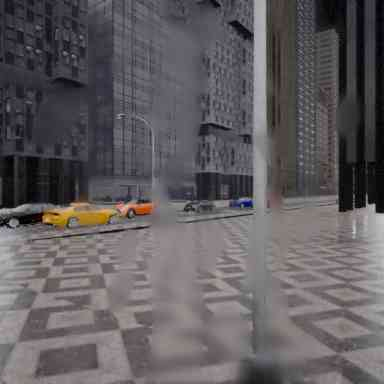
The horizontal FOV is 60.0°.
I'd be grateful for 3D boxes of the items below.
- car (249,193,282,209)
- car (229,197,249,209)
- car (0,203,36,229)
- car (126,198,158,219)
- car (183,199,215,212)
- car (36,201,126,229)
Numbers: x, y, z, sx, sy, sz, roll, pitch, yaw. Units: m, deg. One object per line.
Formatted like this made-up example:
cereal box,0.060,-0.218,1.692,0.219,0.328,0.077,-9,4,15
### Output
car,10.192,1.162,44.783,2.150,2.045,5.566,0,0,37
car,6.888,1.419,45.596,1.882,1.535,5.008,0,0,38
car,-10.520,1.458,21.882,1.882,1.535,5.008,0,0,36
car,-5.030,1.320,29.385,2.097,1.767,4.553,0,0,36
car,0.869,1.519,37.446,1.994,1.385,4.181,0,0,36
car,-6.947,1.455,21.349,1.882,1.535,5.008,0,0,36
